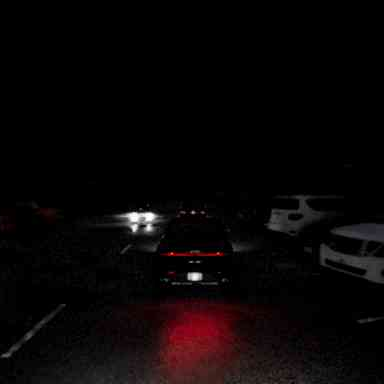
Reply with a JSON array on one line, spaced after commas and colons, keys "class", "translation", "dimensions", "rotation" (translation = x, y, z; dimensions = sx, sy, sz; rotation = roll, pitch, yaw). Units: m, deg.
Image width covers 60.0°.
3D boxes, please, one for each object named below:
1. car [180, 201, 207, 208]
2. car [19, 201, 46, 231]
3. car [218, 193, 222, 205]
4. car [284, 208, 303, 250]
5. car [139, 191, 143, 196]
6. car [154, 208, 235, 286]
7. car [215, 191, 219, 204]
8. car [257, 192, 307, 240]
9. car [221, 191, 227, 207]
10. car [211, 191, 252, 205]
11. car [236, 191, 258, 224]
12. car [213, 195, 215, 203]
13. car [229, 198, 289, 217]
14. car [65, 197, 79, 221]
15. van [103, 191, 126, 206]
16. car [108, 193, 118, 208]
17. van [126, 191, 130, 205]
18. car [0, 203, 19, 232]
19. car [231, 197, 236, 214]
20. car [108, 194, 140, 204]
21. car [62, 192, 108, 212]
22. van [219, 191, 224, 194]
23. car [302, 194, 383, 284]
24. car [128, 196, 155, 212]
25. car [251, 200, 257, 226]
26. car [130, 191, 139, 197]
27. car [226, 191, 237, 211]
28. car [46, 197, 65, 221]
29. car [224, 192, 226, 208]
[{"class": "car", "translation": [0.093, 1.389, 24.319], "dimensions": [2.033, 1.411, 5.357], "rotation": [0, 0, 0]}, {"class": "car", "translation": [-10.999, 1.366, 18.243], "dimensions": [5.008, 1.535, 2.097], "rotation": [-1, 1, -20]}, {"class": "car", "translation": [5.979, 1.236, 38.500], "dimensions": [4.892, 1.521, 2.231], "rotation": [1, 1, -20]}, {"class": "car", "translation": [5.909, 1.442, 11.291], "dimensions": [4.792, 1.488, 2.163], "rotation": [1, 1, -20]}, {"class": "car", "translation": [-10.937, 0.898, 50.800], "dimensions": [5.566, 2.045, 2.435], "rotation": [-1, 0, -20]}, {"class": "car", "translation": [0.070, 1.446, 9.231], "dimensions": [1.837, 1.490, 4.892], "rotation": [0, 1, 0]}, {"class": "car", "translation": [6.015, 1.069, 44.549], "dimensions": [4.553, 1.767, 2.185], "rotation": [1, 1, -20]}, {"class": "car", "translation": [5.974, 1.142, 14.332], "dimensions": [5.566, 2.045, 2.435], "rotation": [1, 0, -20]}, {"class": "car", "translation": [5.932, 1.129, 35.478], "dimensions": [4.553, 1.767, 2.185], "rotation": [1, 0, -20]}, {"class": "car", "translation": [6.011, 0.901, 50.607], "dimensions": [5.566, 2.045, 2.435], "rotation": [1, 0, -20]}, {"class": "car", "translation": [5.920, 1.102, 20.360], "dimensions": [5.566, 2.045, 2.435], "rotation": [1, 1, -20]}, {"class": "car", "translation": [5.966, 0.922, 47.546], "dimensions": [5.566, 2.045, 2.435], "rotation": [1, 1, -20]}, {"class": "car", "translation": [5.930, 1.324, 29.426], "dimensions": [4.792, 1.488, 2.163], "rotation": [1, 1, -20]}, {"class": "car", "translation": [-10.968, 1.357, 24.173], "dimensions": [4.792, 1.488, 2.163], "rotation": [-1, 0, -20]}, {"class": "van", "translation": [-11.082, 0.987, 41.864], "dimensions": [4.442, 1.987, 1.878], "rotation": [-1, 1, -20]}, {"class": "car", "translation": [-10.977, 1.251, 35.998], "dimensions": [4.892, 1.521, 2.231], "rotation": [-1, 1, -20]}, {"class": "van", "translation": [-11.077, 0.967, 44.823], "dimensions": [4.442, 1.987, 1.878], "rotation": [-1, 1, -20]}, {"class": "car", "translation": [-11.174, 1.386, 15.209], "dimensions": [5.366, 1.575, 1.946], "rotation": [-1, 1, -20]}, {"class": "car", "translation": [5.779, 1.329, 23.325], "dimensions": [5.366, 1.575, 1.946], "rotation": [1, 1, -20]}, {"class": "car", "translation": [-10.938, 1.159, 53.768], "dimensions": [4.792, 1.488, 2.163], "rotation": [-1, 0, -20]}, {"class": "car", "translation": [-11.012, 1.145, 33.023], "dimensions": [4.553, 1.767, 2.185], "rotation": [-1, 0, -20]}, {"class": "van", "translation": [6.087, 0.990, 41.565], "dimensions": [4.442, 1.987, 1.878], "rotation": [1, 0, -20]}, {"class": "car", "translation": [5.912, 1.181, 8.265], "dimensions": [5.566, 2.045, 2.435], "rotation": [1, 1, -20]}, {"class": "car", "translation": [-5.075, 1.370, 35.132], "dimensions": [1.895, 1.301, 4.718], "rotation": [0, 0, 0]}, {"class": "car", "translation": [5.931, 1.374, 17.355], "dimensions": [4.892, 1.521, 2.231], "rotation": [1, 0, -20]}, {"class": "car", "translation": [-10.942, 0.919, 47.840], "dimensions": [5.566, 2.045, 2.435], "rotation": [-1, 0, -20]}, {"class": "car", "translation": [5.987, 1.063, 26.423], "dimensions": [5.566, 2.045, 2.435], "rotation": [1, 0, -20]}, {"class": "car", "translation": [-11.166, 1.347, 21.127], "dimensions": [5.366, 1.575, 1.946], "rotation": [-1, 1, -20]}, {"class": "car", "translation": [5.937, 1.149, 32.449], "dimensions": [4.553, 1.767, 2.185], "rotation": [1, 0, -20]}]
